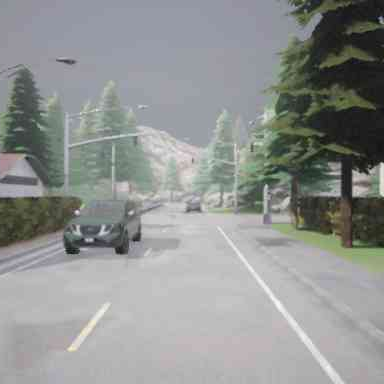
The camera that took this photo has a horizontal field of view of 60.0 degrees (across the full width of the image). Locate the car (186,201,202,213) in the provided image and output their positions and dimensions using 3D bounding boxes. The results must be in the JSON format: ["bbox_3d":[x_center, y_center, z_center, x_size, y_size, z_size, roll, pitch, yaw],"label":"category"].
[{"bbox_3d":[0.221,1.813,42.023,2.128,1.511,4.902,0,0,1],"label":"car"}]

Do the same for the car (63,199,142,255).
[{"bbox_3d":[-3.509,1.331,14.179,2.150,2.045,5.566,0,-1,0],"label":"car"}]
